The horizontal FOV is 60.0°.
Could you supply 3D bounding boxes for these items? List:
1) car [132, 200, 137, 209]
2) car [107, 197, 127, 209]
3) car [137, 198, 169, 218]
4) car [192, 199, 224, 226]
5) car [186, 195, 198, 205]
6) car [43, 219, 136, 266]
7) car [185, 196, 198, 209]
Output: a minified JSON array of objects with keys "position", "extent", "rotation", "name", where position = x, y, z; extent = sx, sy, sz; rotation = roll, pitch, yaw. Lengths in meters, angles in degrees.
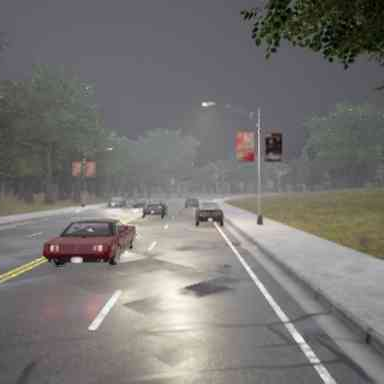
[{"position":[-6.590,1.477,43.717],"extent":[1.994,1.385,4.181],"rotation":[0,0,0],"name":"car"},{"position":[-9.847,1.405,44.072],"extent":[2.128,1.511,4.902],"rotation":[0,0,0],"name":"car"},{"position":[-3.156,1.427,29.112],"extent":[2.128,1.511,4.902],"rotation":[0,0,0],"name":"car"},{"position":[1.133,1.452,22.882],"extent":[1.837,1.490,4.892],"rotation":[0,0,0],"name":"car"},{"position":[0.039,1.368,58.624],"extent":[1.882,1.535,5.008],"rotation":[0,0,3],"name":"car"},{"position":[-3.152,1.572,11.345],"extent":[1.895,1.301,4.718],"rotation":[0,0,0],"name":"car"},{"position":[0.009,1.405,44.381],"extent":[2.128,1.511,4.902],"rotation":[0,0,0],"name":"car"}]
